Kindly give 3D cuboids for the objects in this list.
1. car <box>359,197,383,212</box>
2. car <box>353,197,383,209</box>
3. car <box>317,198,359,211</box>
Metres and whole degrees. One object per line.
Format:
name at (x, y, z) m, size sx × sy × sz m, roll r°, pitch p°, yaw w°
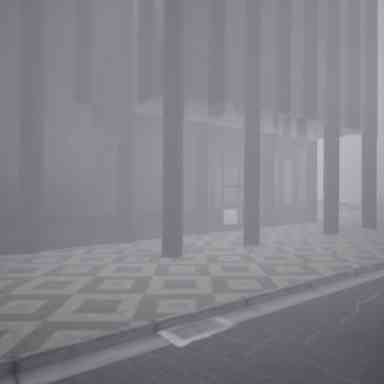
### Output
car at (18.482, 1.246, 30.673) m, size 1.752 × 1.417 × 4.829 m, roll 1°, pitch 0°, yaw -36°
car at (22.172, 1.338, 40.147) m, size 2.008 × 1.369 × 4.403 m, roll 1°, pitch 0°, yaw -36°
car at (15.290, 1.253, 35.116) m, size 1.887 × 1.381 × 4.507 m, roll 1°, pitch 0°, yaw -36°
